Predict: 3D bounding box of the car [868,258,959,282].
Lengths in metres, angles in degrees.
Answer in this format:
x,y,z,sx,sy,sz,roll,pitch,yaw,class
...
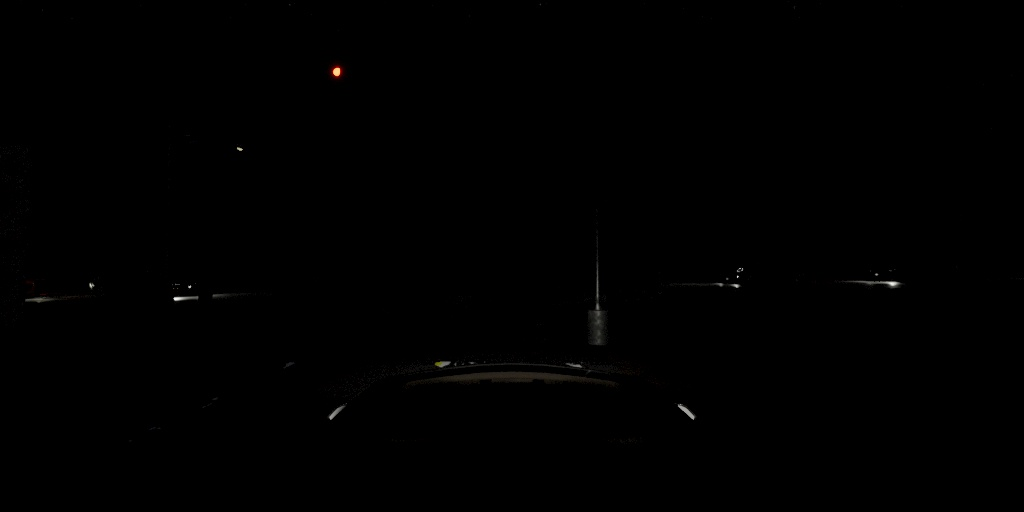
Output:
x,y,z,sx,sy,sz,roll,pitch,yaw,class
26.133,0.891,23.393,4.674,1.442,1.812,-1,-2,1,car

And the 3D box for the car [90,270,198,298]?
x,y,z,sx,sy,sz,roll,pitch,yaw,class
-20.222,1.494,19.806,4.892,1.490,1.837,-1,-2,0,car

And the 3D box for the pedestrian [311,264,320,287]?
x,y,z,sx,sy,sz,roll,pitch,yaw,class
-15.057,1.466,27.397,0.375,1.860,0.375,0,-1,0,pedestrian

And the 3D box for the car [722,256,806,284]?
x,y,z,sx,sy,sz,roll,pitch,yaw,class
16.284,0.875,23.421,4.553,1.767,2.097,-1,-2,0,car

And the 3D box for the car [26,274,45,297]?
x,y,z,sx,sy,sz,roll,pitch,yaw,class
-29.647,1.581,19.834,5.008,1.535,1.882,-1,-2,0,car
